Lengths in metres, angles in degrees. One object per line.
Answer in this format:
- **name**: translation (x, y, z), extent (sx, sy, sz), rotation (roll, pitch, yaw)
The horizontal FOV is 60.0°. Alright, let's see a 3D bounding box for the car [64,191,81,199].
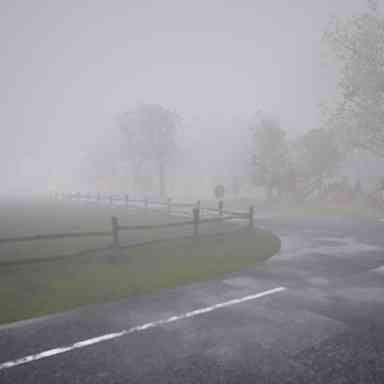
- **car**: translation (-19.909, 0.493, 55.365), extent (1.812, 1.442, 4.674), rotation (-2, 2, -36)
